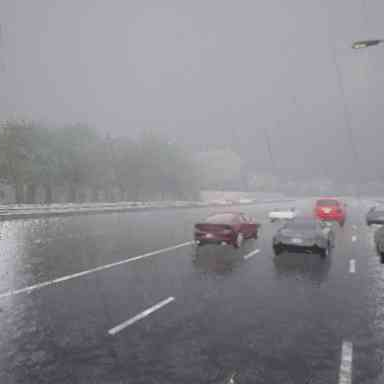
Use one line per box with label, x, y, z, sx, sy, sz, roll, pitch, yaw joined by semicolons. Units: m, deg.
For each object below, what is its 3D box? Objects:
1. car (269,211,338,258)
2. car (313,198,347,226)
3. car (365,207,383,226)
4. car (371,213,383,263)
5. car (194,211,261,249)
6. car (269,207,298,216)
car;4.640;1.711;13.596;1.994;1.385;4.181;0;-1;27
car;10.863;1.512;26.209;2.150;2.045;5.566;0;0;26
car;14.448;1.841;25.534;1.994;1.385;4.181;0;-1;27
car;7.758;1.691;12.003;1.994;1.385;4.181;0;-1;27
car;1.831;1.651;15.799;1.882;1.535;5.008;0;0;27
car;8.035;1.914;28.369;1.895;1.301;4.718;0;-1;27
